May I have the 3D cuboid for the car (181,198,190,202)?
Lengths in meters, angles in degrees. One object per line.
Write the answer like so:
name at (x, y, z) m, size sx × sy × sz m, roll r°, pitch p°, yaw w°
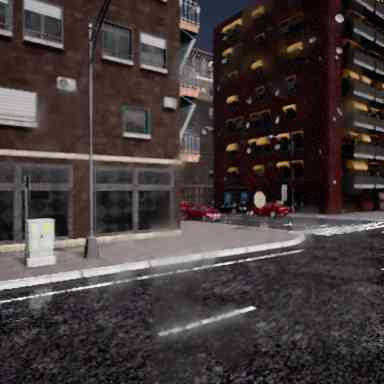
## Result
car at (-2.179, 1.711, 46.538) m, size 2.192 × 1.841 × 5.009 m, roll -1°, pitch 0°, yaw -36°

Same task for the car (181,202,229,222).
car at (0.813, 1.789, 28.158) m, size 1.802 × 1.307 × 4.206 m, roll -1°, pitch 0°, yaw -36°

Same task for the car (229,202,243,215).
car at (4.462, 1.811, 37.358) m, size 1.947 × 1.339 × 4.313 m, roll -1°, pitch 0°, yaw -36°

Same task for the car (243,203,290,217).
car at (7.578, 1.720, 33.046) m, size 1.887 × 1.381 × 4.507 m, roll -1°, pitch 0°, yaw -36°
